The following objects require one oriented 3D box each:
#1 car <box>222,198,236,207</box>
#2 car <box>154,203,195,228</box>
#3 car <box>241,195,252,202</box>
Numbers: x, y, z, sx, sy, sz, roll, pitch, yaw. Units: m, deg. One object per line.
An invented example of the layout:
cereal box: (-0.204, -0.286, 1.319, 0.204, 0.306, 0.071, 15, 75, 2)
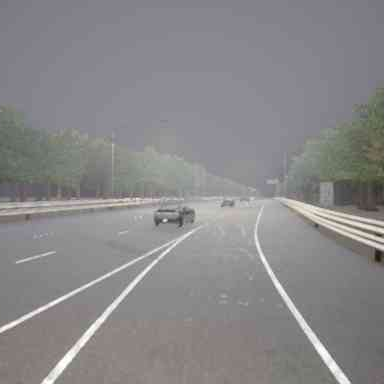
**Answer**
car: (5.865, 1.638, 53.065, 1.812, 1.442, 4.674, 0, 0, 13)
car: (-1.069, 1.499, 22.329, 2.128, 1.511, 4.902, 0, 0, 13)
car: (14.641, 1.787, 91.298, 2.150, 2.045, 5.566, 0, -1, 13)
